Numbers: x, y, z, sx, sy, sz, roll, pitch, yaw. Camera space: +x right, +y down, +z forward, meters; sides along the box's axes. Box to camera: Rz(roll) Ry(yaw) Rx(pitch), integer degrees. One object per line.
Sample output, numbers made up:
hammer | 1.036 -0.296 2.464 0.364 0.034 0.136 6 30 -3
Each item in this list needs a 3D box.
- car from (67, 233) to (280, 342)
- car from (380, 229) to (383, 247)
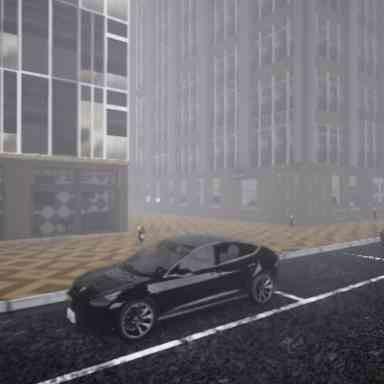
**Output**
car | -0.113 1.549 6.471 4.313 1.339 1.947 0 1 -35
car | 9.153 1.494 13.075 4.313 1.339 1.947 0 1 -35
